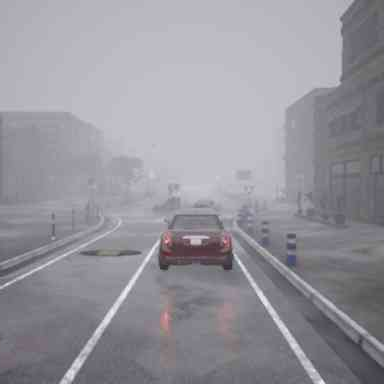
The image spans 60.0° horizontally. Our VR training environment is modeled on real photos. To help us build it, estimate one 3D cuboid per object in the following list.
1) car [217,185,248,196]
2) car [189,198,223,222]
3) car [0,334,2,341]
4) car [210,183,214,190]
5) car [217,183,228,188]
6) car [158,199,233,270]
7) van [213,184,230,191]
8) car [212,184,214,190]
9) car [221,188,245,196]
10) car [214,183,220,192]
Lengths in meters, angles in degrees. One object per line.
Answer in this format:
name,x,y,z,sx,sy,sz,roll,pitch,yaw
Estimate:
car,8.087,0.010,64.283,5.366,1.575,1.946,0,3,-1
car,1.231,1.318,26.489,1.837,1.490,4.892,0,1,13
car,-3.092,1.552,1.409,2.033,1.411,5.357,0,0,0
car,8.018,-0.994,89.068,5.008,1.535,2.097,0,2,-1
car,8.183,-0.361,69.786,4.553,1.767,2.185,0,2,-1
car,0.110,1.285,11.103,2.097,1.767,4.553,0,2,0
van,8.100,-1.310,91.694,4.442,1.987,1.878,0,2,-1
car,8.077,-0.794,83.560,4.892,1.521,2.231,0,2,-1
car,8.248,-0.073,67.041,4.674,1.452,2.002,0,3,-1
car,8.215,-0.606,72.534,5.566,2.045,2.435,0,2,-1
